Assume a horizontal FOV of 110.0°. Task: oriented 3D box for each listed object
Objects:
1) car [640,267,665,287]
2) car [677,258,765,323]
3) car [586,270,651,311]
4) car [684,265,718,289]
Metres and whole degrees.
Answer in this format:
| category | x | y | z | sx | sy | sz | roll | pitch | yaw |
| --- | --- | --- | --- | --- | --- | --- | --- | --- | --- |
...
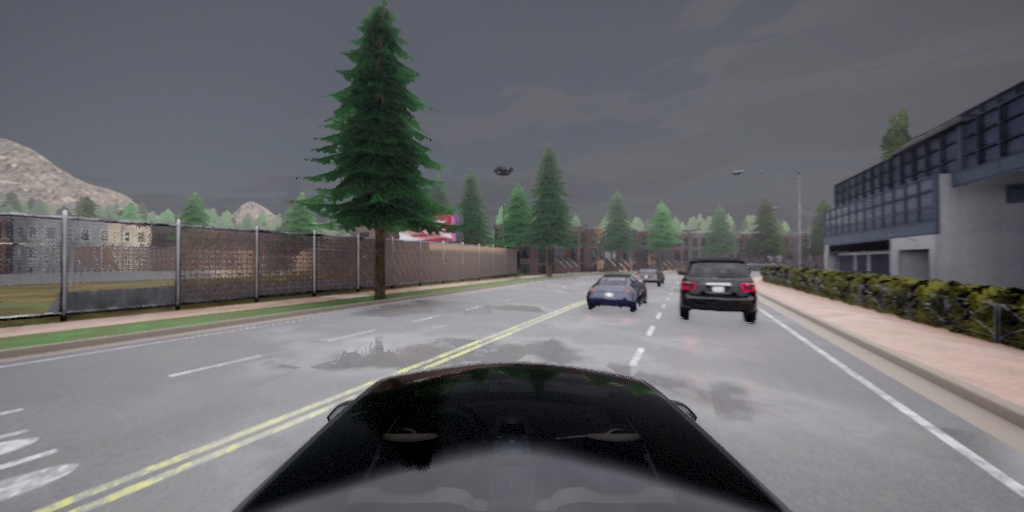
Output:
| category | x | y | z | sx | sy | sz | roll | pitch | yaw |
| --- | --- | --- | --- | --- | --- | --- | --- | --- | --- |
| car | 10.806 | 1.574 | 28.017 | 2.033 | 1.411 | 5.357 | 0 | -1 | 28 |
| car | 7.327 | 1.092 | 13.074 | 2.150 | 2.045 | 5.566 | 0 | 0 | 26 |
| car | 4.600 | 1.460 | 15.433 | 1.994 | 1.385 | 4.181 | 0 | -1 | 27 |
| car | 14.424 | 1.508 | 27.320 | 2.128 | 1.511 | 4.902 | 0 | -1 | 28 |
